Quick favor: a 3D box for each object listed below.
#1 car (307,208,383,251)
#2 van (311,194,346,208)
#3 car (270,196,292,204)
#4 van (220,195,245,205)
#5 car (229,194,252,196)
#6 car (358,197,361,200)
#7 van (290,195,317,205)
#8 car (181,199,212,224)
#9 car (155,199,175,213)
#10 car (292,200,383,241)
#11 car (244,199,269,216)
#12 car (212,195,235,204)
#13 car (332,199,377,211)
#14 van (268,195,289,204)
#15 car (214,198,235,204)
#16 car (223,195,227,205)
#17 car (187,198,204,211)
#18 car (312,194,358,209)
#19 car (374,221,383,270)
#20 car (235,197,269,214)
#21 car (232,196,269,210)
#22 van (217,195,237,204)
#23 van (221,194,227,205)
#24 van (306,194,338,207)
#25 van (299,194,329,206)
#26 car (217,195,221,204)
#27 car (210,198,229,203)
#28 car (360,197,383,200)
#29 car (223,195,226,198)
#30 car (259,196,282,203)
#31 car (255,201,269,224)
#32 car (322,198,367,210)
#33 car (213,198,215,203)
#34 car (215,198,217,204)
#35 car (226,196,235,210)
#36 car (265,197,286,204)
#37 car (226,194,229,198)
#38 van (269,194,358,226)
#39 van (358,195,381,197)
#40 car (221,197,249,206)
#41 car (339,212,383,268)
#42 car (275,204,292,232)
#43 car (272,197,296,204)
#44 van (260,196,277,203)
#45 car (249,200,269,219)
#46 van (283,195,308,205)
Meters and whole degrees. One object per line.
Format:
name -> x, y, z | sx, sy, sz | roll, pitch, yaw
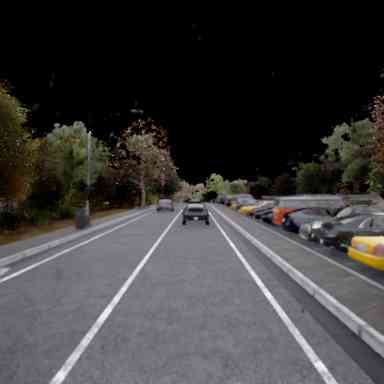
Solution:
car -> 7.023, 1.484, 11.812 | 4.892, 1.521, 2.231 | 0, 0, 1
van -> 20.674, 1.364, 50.511 | 4.442, 1.987, 1.878 | 0, 0, 1
car -> 20.845, 1.890, 78.066 | 4.553, 1.767, 2.185 | 0, -1, 1
van -> 7.490, 1.479, 61.765 | 4.442, 1.987, 1.878 | 0, -1, 1
car -> 7.351, 1.444, 42.349 | 4.553, 1.767, 2.185 | 0, 0, 1
car -> 20.400, 1.587, 36.661 | 4.674, 1.452, 2.002 | 0, 0, 1
van -> 20.567, 1.470, 61.452 | 4.442, 1.987, 1.878 | 0, -1, 1
car -> 0.275, 1.526, 24.652 | 1.837, 1.490, 4.892 | 0, 0, 0
car -> -3.038, 1.565, 38.417 | 1.837, 1.490, 4.892 | 0, 0, 1
car -> 7.092, 1.360, 14.591 | 4.553, 1.767, 2.185 | 0, 0, 1
car -> 7.193, 1.556, 28.469 | 4.792, 1.488, 2.163 | 0, 0, 1
car -> 7.836, 1.881, 83.969 | 5.566, 2.045, 2.435 | 0, -1, 1
car -> 20.458, 1.604, 42.076 | 4.674, 1.452, 2.002 | 0, 0, 1
van -> 21.025, 1.843, 80.835 | 4.442, 1.987, 1.878 | 0, -1, 1
car -> 7.861, 2.108, 81.187 | 4.792, 1.488, 2.163 | 0, -1, 1
car -> 7.441, 1.587, 47.900 | 5.008, 1.535, 2.097 | 0, 0, 1
car -> 0.441, 1.565, 42.017 | 2.128, 1.511, 4.902 | 0, 0, 1
car -> 20.497, 1.330, 47.742 | 5.566, 2.045, 2.435 | 0, 0, 1
car -> 6.781, 1.492, 6.394 | 5.366, 1.575, 1.946 | 0, 0, 1
car -> 7.068, 1.532, 31.247 | 5.366, 1.575, 1.946 | 0, 0, 1
car -> 7.312, 1.554, 36.796 | 4.892, 1.521, 2.231 | 0, 0, 1
van -> 7.884, 1.746, 75.640 | 4.442, 1.987, 1.878 | 0, -1, 1
van -> 7.394, 1.379, 53.454 | 4.442, 1.987, 1.878 | 0, 0, 1
van -> 20.704, 1.373, 53.156 | 4.442, 1.987, 1.878 | 0, 0, 1
van -> 20.505, 1.382, 56.061 | 4.442, 1.987, 1.878 | 0, -1, 1
car -> 7.571, 1.362, 56.229 | 5.566, 2.045, 2.435 | 0, 0, 1
car -> 7.807, 2.392, 95.051 | 5.366, 1.575, 1.946 | 0, -1, 1
car -> 20.358, 1.538, 33.767 | 5.008, 1.535, 2.097 | 0, 0, 1
car -> 7.481, 1.636, 50.676 | 4.674, 1.452, 2.002 | 0, 0, 1
car -> 21.032, 1.985, 89.142 | 5.566, 2.045, 2.435 | 0, -1, 1
car -> 7.128, 1.538, 22.917 | 4.792, 1.488, 2.163 | 0, 0, 1
car -> 20.486, 1.572, 44.847 | 5.008, 1.535, 2.097 | 0, 0, 1
car -> 7.741, 1.919, 72.861 | 5.008, 1.535, 2.097 | 0, -1, 1
car -> 7.641, 1.842, 67.312 | 4.792, 1.488, 2.163 | 0, -1, 1
car -> 7.165, 1.558, 39.574 | 5.366, 1.575, 1.946 | 0, 0, 1
car -> 20.934, 2.123, 83.603 | 4.892, 1.521, 2.231 | 0, -1, 1
car -> 7.383, 1.453, 45.125 | 4.553, 1.767, 2.185 | 0, 0, 1
van -> 7.242, 1.274, 20.140 | 4.442, 1.987, 1.878 | 0, 0, 1
van -> 20.546, 1.330, 39.431 | 4.442, 1.987, 1.878 | 0, 0, 1
car -> 7.604, 1.681, 58.977 | 4.792, 1.488, 2.163 | 0, -1, 1
car -> 7.182, 1.483, 9.042 | 5.366, 1.575, 1.946 | 0, 0, 1
car -> 7.123, 1.521, 17.363 | 4.792, 1.488, 2.163 | 0, 0, 1
car -> 20.841, 1.965, 75.419 | 5.008, 1.535, 2.097 | 0, -1, 1
van -> 21.156, 2.083, 92.031 | 4.442, 1.987, 1.878 | 0, -1, 1
car -> 7.160, 1.547, 25.692 | 4.792, 1.488, 2.163 | 0, 0, 1
van -> 20.865, 1.577, 66.988 | 4.442, 1.987, 1.878 | 0, -1, 1
